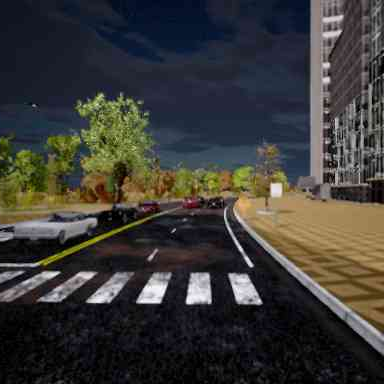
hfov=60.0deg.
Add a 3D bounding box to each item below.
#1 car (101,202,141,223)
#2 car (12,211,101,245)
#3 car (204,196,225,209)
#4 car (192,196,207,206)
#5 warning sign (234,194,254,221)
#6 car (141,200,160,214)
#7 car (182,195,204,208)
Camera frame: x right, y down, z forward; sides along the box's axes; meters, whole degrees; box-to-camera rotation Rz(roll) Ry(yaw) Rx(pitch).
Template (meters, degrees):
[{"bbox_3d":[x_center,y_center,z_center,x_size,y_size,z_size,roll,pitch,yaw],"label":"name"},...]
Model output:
[{"bbox_3d":[-5.579,1.580,25.501,1.895,1.301,4.718,0,0,4],"label":"car"},{"bbox_3d":[-6.176,1.585,15.573,1.895,1.301,4.718,0,0,5],"label":"car"},{"bbox_3d":[3.181,1.458,45.791,1.882,1.535,5.008,0,0,8],"label":"car"},{"bbox_3d":[1.273,1.451,56.127,1.882,1.535,5.008,0,0,10],"label":"car"},{"bbox_3d":[3.729,1.105,23.878,1.300,1.860,1.060,0,0,4],"label":"warning sign"},{"bbox_3d":[-4.693,1.539,35.528,1.994,1.385,4.181,0,0,6],"label":"car"},{"bbox_3d":[-0.005,1.328,46.618,2.097,1.767,4.553,0,0,8],"label":"car"}]
